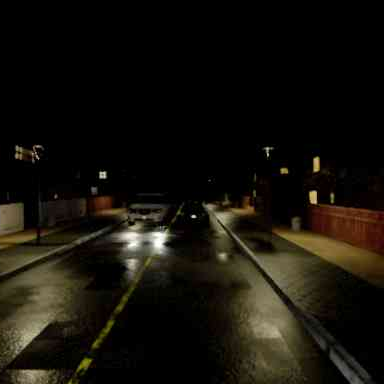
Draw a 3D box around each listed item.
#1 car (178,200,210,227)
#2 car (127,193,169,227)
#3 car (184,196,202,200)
[{"bbox_3d":[0.095,1.421,21.673,1.994,1.385,4.181,0,0,0],"label":"car"},{"bbox_3d":[-2.754,1.077,21.866,2.150,2.045,5.566,0,0,0],"label":"car"},{"bbox_3d":[0.093,1.253,40.822,1.837,1.490,4.892,0,0,0],"label":"car"}]
